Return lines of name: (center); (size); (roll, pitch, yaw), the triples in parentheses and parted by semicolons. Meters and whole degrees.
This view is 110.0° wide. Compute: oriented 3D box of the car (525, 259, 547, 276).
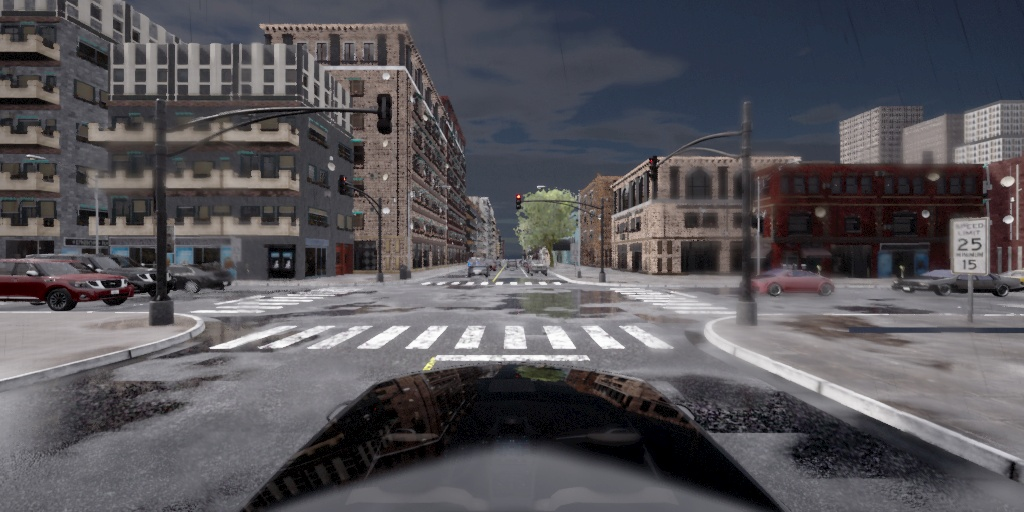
car: (2.691, 1.330, 37.028); (2.007, 1.370, 4.403); (0, 0, 0)

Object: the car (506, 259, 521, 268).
car: (0.002, 1.319, 63.384); (2.128, 1.511, 4.902); (0, 0, 0)

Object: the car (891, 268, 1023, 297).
car: (24.020, 1.412, 19.392); (5.357, 1.411, 2.033); (0, 0, 0)

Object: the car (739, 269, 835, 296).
car: (14.719, 1.387, 19.325); (4.181, 1.385, 1.994); (0, 0, 0)

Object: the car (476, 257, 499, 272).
car: (-3.096, 1.148, 46.320); (2.097, 1.767, 4.553); (0, 0, 0)

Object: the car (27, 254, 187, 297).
car: (-18.310, 0.917, 15.889); (5.566, 2.045, 2.150); (0, 0, 0)

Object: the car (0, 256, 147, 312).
car: (-17.276, 1.013, 13.309); (5.009, 1.841, 2.192); (0, 0, 0)

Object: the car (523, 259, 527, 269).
car: (2.692, 1.228, 42.725); (1.967, 1.591, 4.097); (0, 0, 0)

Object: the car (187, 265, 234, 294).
car: (-17.670, 1.202, 19.075); (4.892, 1.490, 1.837); (0, 0, 0)

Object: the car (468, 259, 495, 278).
car: (-3.101, 1.267, 34.379); (2.128, 1.511, 4.902); (0, 0, 0)
